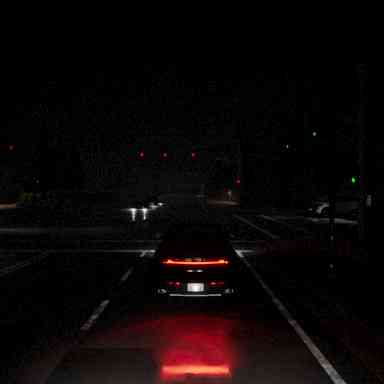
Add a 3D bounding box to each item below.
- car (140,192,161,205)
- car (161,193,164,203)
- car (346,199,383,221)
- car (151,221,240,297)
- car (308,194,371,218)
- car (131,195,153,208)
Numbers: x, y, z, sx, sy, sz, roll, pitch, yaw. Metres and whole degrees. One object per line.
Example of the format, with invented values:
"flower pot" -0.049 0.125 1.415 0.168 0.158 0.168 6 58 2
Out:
"car" -7.160 1.221 57.864 2.150 2.045 5.566 0 0 0
"car" -7.106 1.222 69.006 2.150 2.045 5.566 0 0 0
"car" 15.206 1.526 26.473 4.674 1.442 1.812 0 0 -1
"car" 0.072 1.505 8.534 1.837 1.490 4.892 0 0 0
"car" 13.432 1.221 29.918 5.566 2.045 2.150 0 0 -1
"car" -7.156 1.526 47.165 1.812 1.442 4.674 0 0 0
